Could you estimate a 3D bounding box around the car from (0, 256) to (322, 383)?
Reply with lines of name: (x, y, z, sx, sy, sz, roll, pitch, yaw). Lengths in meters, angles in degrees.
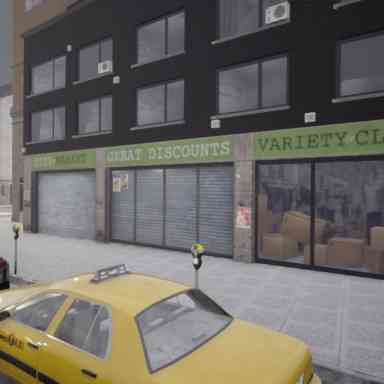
car: (-1.115, 1.525, 3.873, 4.829, 1.417, 1.752, 0, 1, 35)
